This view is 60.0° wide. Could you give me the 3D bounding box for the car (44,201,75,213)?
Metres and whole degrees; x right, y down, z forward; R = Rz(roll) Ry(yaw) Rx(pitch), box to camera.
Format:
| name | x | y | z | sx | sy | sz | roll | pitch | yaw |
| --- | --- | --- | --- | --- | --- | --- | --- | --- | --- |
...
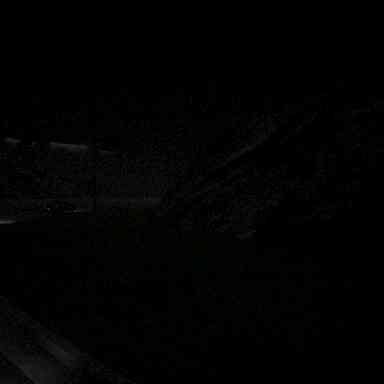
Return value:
| name | x | y | z | sx | sy | sz | roll | pitch | yaw |
| --- | --- | --- | --- | --- | --- | --- | --- | --- | --- |
| car | -15.763 | 1.740 | 39.624 | 1.812 | 1.442 | 4.674 | 0 | 0 | 8 |
